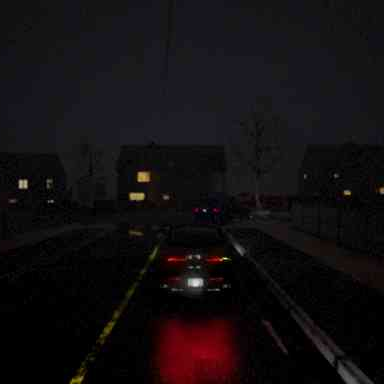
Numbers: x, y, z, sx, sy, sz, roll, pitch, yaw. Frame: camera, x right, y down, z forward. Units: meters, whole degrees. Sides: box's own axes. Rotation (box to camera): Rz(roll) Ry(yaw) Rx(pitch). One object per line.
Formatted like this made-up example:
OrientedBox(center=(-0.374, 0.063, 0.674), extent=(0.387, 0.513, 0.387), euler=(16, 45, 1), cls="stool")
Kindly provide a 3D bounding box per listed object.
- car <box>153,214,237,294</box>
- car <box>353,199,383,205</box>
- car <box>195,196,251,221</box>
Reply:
OrientedBox(center=(0.071, 1.546, 8.932), extent=(1.837, 1.490, 4.892), euler=(0, -1, 0), cls="car")
OrientedBox(center=(14.943, 1.327, 29.500), extent=(4.718, 1.301, 1.895), euler=(-1, 1, 0), cls="car")
OrientedBox(center=(2.377, 1.299, 24.997), extent=(2.150, 2.045, 5.566), euler=(-2, 0, 33), cls="car")
